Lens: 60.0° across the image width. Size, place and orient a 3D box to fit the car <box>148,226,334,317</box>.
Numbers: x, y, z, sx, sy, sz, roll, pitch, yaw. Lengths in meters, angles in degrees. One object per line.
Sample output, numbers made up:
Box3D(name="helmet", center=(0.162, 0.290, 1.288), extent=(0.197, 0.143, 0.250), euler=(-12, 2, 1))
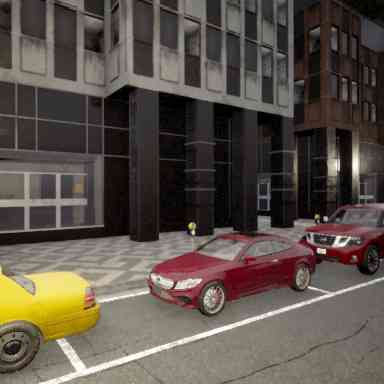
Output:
Box3D(name="car", center=(1.062, 1.581, 7.403), extent=(4.206, 1.307, 1.802), euler=(0, 0, -35))

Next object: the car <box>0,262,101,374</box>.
Box3D(name="car", center=(-3.640, 1.525, 4.057), extent=(4.829, 1.417, 1.752), euler=(0, 0, -35))

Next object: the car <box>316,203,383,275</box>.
Box3D(name="car", center=(5.626, 1.314, 10.653), extent=(5.009, 1.841, 2.192), euler=(0, 0, -35))
